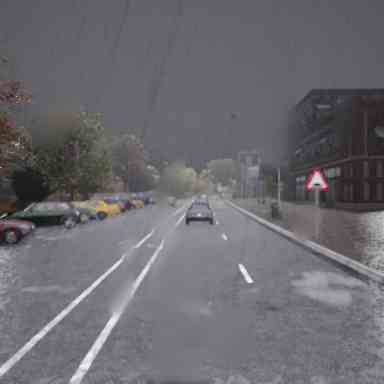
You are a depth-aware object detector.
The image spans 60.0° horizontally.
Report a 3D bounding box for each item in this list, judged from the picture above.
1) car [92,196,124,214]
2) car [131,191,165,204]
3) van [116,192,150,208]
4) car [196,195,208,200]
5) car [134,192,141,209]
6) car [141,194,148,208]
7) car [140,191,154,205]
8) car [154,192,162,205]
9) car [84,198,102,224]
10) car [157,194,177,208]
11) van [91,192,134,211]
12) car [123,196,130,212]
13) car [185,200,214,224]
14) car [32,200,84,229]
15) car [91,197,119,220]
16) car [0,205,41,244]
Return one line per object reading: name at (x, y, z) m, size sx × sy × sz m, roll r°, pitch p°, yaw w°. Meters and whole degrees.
car at (-9.028, 1.421, 29.090) m, size 5.366 × 1.575 × 1.946 m, roll -1°, pitch 1°, yaw -18°
car at (-7.738, 0.948, 58.717) m, size 5.566 × 2.045 × 2.435 m, roll -1°, pitch 1°, yaw -18°
van at (-8.277, 1.079, 46.861) m, size 4.442 × 1.987 × 1.878 m, roll -1°, pitch 1°, yaw -18°
car at (1.177, 1.409, 41.401) m, size 2.033 × 1.411 × 5.357 m, roll 0°, pitch 1°, yaw 2°
car at (-8.539, 1.244, 38.020) m, size 4.553 × 1.767 × 2.185 m, roll -1°, pitch 0°, yaw -18°
car at (-8.403, 1.349, 40.992) m, size 5.008 × 1.535 × 2.097 m, roll -1°, pitch 0°, yaw -18°
car at (-8.313, 1.076, 43.933) m, size 5.566 × 2.045 × 2.435 m, roll -1°, pitch 1°, yaw -18°
car at (-7.772, 1.246, 52.891) m, size 5.366 × 1.575 × 1.946 m, roll -1°, pitch 0°, yaw -18°
car at (-9.071, 1.448, 23.209) m, size 4.892 × 1.521 × 2.231 m, roll -1°, pitch 0°, yaw -18°
car at (-3.060, 1.343, 44.055) m, size 1.837 × 1.490 × 4.892 m, roll 0°, pitch 0°, yaw 2°
van at (-8.732, 1.164, 35.026) m, size 4.442 × 1.987 × 1.878 m, roll -1°, pitch 1°, yaw -18°
car at (-8.762, 1.435, 32.098) m, size 4.792 × 1.488 × 2.163 m, roll -1°, pitch 1°, yaw -18°
car at (0.559, 1.516, 24.494) m, size 1.994 × 1.385 × 4.181 m, roll 0°, pitch 0°, yaw 2°
car at (-9.127, 1.331, 20.246) m, size 4.553 × 1.767 × 2.185 m, roll -1°, pitch 0°, yaw -19°
car at (-8.786, 1.430, 26.238) m, size 5.366 × 1.575 × 1.946 m, roll -1°, pitch 0°, yaw -18°
car at (-9.305, 1.512, 14.298) m, size 4.674 × 1.452 × 2.002 m, roll -1°, pitch 0°, yaw -19°
